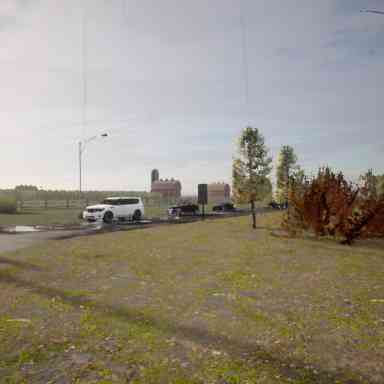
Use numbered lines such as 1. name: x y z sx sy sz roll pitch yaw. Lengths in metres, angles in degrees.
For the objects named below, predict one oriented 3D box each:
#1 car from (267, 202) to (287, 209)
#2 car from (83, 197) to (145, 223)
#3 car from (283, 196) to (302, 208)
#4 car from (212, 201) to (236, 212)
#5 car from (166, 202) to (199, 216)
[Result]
1. car: 13.457 1.966 53.157 1.837 1.490 4.892 -1 -1 32
2. car: -6.442 1.453 28.188 2.150 2.045 5.566 -1 -1 34
3. car: 18.684 1.784 61.684 2.150 2.045 5.566 -1 -1 31
4. car: 4.344 1.989 45.437 1.994 1.385 4.181 -1 -1 32
5. car: -0.985 1.820 36.917 2.128 1.511 4.902 -1 -1 32
